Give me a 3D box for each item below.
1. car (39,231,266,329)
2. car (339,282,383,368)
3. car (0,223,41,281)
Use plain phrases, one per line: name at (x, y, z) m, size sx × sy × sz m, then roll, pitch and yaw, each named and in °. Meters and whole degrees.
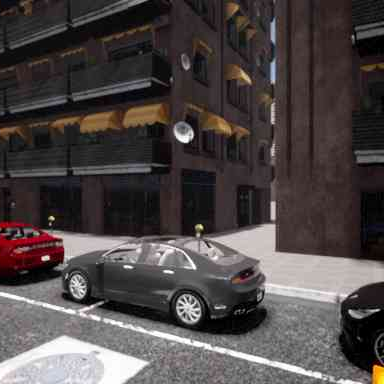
car at (-0.748, 1.551, 6.749) m, size 4.403 × 1.369 × 2.008 m, roll 0°, pitch 0°, yaw 30°
car at (4.151, 1.566, 3.973) m, size 4.313 × 1.339 × 1.947 m, roll 0°, pitch 0°, yaw 30°
car at (-5.646, 1.544, 9.525) m, size 4.507 × 1.381 × 1.887 m, roll 0°, pitch 0°, yaw 30°
